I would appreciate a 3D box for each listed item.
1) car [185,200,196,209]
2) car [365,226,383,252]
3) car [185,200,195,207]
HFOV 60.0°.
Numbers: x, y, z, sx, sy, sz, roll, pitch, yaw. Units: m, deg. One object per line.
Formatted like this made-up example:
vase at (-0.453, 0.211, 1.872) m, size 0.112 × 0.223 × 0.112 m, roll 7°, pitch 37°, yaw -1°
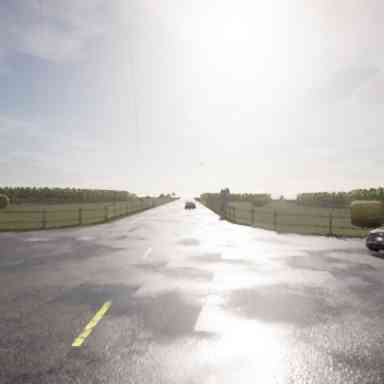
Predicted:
car at (-0.264, 2.385, 60.744) m, size 1.994 × 1.385 × 4.181 m, roll 0°, pitch -1°, yaw 0°
car at (9.505, 1.915, 13.974) m, size 4.181 × 1.385 × 1.994 m, roll 1°, pitch -2°, yaw -16°
car at (-0.490, 2.521, 75.082) m, size 2.128 × 1.511 × 4.902 m, roll 0°, pitch -1°, yaw -1°
